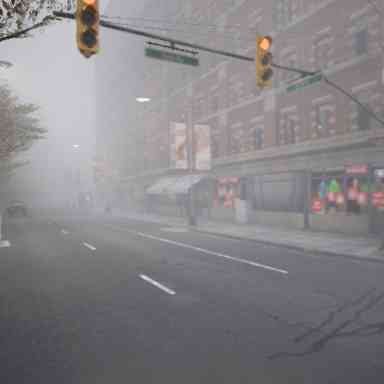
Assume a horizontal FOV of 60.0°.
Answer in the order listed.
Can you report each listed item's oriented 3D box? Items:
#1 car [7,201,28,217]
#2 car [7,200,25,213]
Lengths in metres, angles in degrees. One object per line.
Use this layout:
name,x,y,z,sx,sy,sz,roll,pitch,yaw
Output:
car,-20.600,2.110,39.510,1.837,1.490,4.892,-1,0,-30
car,-25.730,2.104,48.547,2.097,1.767,4.553,-1,0,-30
